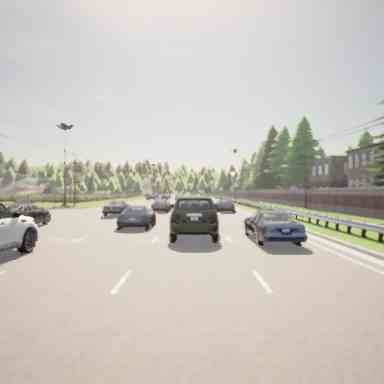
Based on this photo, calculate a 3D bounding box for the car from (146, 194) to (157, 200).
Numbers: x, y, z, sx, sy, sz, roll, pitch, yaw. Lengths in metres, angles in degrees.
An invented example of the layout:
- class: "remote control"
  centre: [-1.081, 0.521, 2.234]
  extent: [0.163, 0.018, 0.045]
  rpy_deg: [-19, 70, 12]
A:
- class: "car"
  centre: [-10.499, 1.353, 84.660]
  extent: [1.837, 1.490, 4.892]
  rpy_deg: [0, 0, 0]

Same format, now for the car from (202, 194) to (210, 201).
- class: "car"
  centre: [3.501, 1.352, 84.660]
  extent: [1.837, 1.490, 4.892]
  rpy_deg: [0, 0, 0]

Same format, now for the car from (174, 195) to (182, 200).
- class: "car"
  centre: [-3.499, 1.405, 85.077]
  extent: [1.994, 1.385, 4.181]
  rpy_deg: [0, 0, 0]

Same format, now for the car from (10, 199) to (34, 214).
- class: "car"
  centre: [-18.147, 1.506, 35.444]
  extent: [1.994, 1.385, 4.181]
  rpy_deg: [0, 0, -31]

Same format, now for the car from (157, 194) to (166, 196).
- class: "car"
  centre: [-6.999, 1.353, 84.660]
  extent: [1.837, 1.490, 4.892]
  rpy_deg: [0, 0, 0]

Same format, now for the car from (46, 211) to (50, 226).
- class: "car"
  centre: [-10.398, 1.455, 20.346]
  extent: [2.128, 1.511, 4.902]
  rpy_deg: [0, 0, 0]

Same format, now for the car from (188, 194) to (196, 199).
- class: "car"
  centre: [0.002, 1.229, 95.080]
  extent: [1.994, 1.385, 4.181]
  rpy_deg: [0, 0, 0]

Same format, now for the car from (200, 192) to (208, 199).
- class: "car"
  centre: [3.502, 1.031, 95.049]
  extent: [2.097, 1.767, 4.553]
  rpy_deg: [0, 0, 0]

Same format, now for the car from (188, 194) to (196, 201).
- class: "car"
  centre: [0.001, 1.352, 84.660]
  extent: [1.837, 1.490, 4.892]
  rpy_deg: [0, 0, 0]

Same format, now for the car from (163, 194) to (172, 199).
- class: "car"
  centre: [-6.998, 1.216, 95.080]
  extent: [2.033, 1.411, 5.357]
  rpy_deg: [0, 0, 0]

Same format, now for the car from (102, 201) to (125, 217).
- class: "car"
  centre: [-6.899, 1.495, 30.971]
  extent: [2.033, 1.411, 5.357]
  rpy_deg: [0, 0, 0]

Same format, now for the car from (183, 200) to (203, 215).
- class: "car"
  centre: [0.101, 1.543, 34.744]
  extent: [1.895, 1.301, 4.718]
  rpy_deg: [0, 0, 0]

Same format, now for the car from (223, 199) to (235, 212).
- class: "car"
  centre: [3.601, 1.503, 36.928]
  extent: [1.994, 1.385, 4.181]
  rpy_deg: [0, 0, 0]

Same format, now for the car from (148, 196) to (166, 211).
- class: "car"
  centre: [-3.399, 1.503, 36.856]
  extent: [1.994, 1.385, 4.181]
  rpy_deg: [0, 0, 0]

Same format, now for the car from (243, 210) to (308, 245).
- class: "car"
  centre: [3.601, 1.522, 15.249]
  extent: [2.033, 1.411, 5.357]
  rpy_deg: [0, 0, 0]

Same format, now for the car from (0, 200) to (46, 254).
- class: "car"
  centre: [-6.900, 1.202, 10.239]
  extent: [2.150, 2.045, 5.566]
  rpy_deg: [0, 0, 0]

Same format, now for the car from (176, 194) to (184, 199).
- class: "car"
  centre: [-3.498, 1.216, 95.080]
  extent: [2.033, 1.411, 5.357]
  rpy_deg: [0, 0, 0]

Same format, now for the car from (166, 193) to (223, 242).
- class: "car"
  centre: [0.100, 1.194, 16.392]
  extent: [2.150, 2.045, 5.566]
  rpy_deg: [0, 0, 0]

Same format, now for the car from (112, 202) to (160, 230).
- class: "car"
  centre: [-3.399, 1.528, 20.926]
  extent: [1.994, 1.385, 4.181]
  rpy_deg: [0, 0, 0]
